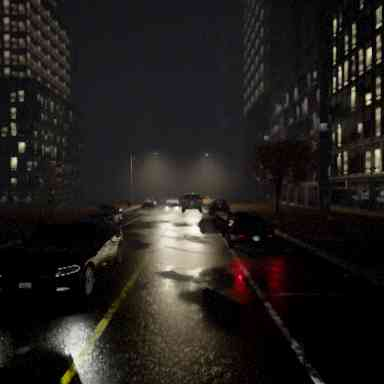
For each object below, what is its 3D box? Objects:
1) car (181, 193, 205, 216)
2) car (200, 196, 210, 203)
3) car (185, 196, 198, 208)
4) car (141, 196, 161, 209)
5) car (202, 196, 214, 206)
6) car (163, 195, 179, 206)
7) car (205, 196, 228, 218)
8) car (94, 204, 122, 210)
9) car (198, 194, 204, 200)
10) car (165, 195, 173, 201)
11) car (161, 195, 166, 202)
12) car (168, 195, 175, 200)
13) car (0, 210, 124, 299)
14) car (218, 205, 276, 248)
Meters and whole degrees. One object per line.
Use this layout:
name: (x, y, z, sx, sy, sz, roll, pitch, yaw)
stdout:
car: (0.014, 1.170, 36.601, 2.150, 2.045, 5.566, 0, 0, 0)
car: (2.629, 1.495, 67.308, 1.947, 1.339, 4.313, -1, 0, 0)
car: (-0.033, 1.419, 48.998, 1.882, 1.535, 5.008, 0, 0, 0)
car: (-5.735, 1.495, 44.802, 2.008, 1.369, 4.403, -1, 0, 0)
car: (2.636, 1.461, 56.230, 1.752, 1.417, 4.829, -1, 0, 0)
car: (-3.038, 1.594, 52.732, 1.895, 1.301, 4.718, 0, 0, 0)
car: (2.651, 1.395, 33.559, 1.967, 1.590, 4.097, -1, 0, 0)
car: (-5.718, 1.518, 22.302, 2.008, 1.369, 4.403, -1, 0, 0)
car: (2.607, 1.447, 95.603, 1.752, 1.417, 4.829, -1, 0, 0)
car: (-5.764, 1.468, 84.177, 1.887, 1.381, 4.507, -1, 0, 0)
car: (-5.754, 1.370, 67.302, 1.967, 1.590, 4.097, -1, 0, 0)
car: (-5.772, 1.504, 95.427, 1.802, 1.307, 4.206, -1, 0, 0)
car: (-3.105, 1.463, 8.680, 1.882, 1.535, 5.008, 0, 0, 0)
car: (2.341, 1.503, 14.433, 1.812, 1.442, 4.674, 0, 0, 0)
